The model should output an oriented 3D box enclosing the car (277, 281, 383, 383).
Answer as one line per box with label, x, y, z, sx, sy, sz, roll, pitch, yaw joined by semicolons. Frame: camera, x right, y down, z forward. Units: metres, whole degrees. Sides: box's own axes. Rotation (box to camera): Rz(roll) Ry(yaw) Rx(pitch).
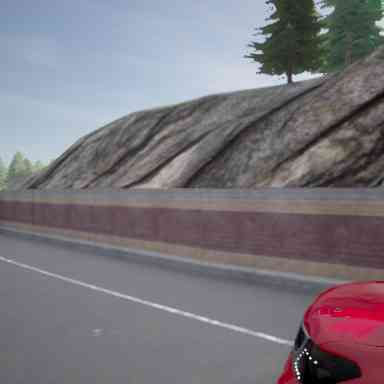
car;3.305;1.232;1.690;5.566;2.045;2.150;0;0;35
